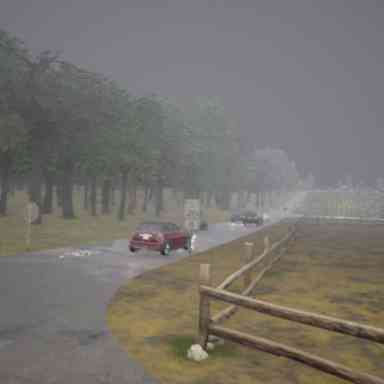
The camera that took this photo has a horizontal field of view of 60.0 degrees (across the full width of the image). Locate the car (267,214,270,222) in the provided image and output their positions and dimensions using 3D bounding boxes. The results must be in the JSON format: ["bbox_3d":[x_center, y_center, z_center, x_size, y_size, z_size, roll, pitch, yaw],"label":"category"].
[{"bbox_3d":[12.309,4.375,57.302,1.812,1.442,4.674,2,-1,20],"label":"car"}]

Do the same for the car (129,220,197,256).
[{"bbox_3d":[-1.650,2.450,18.904,2.097,1.767,4.553,2,-2,20],"label":"car"}]

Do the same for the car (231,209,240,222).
[{"bbox_3d":[7.736,3.758,52.745,2.150,2.045,5.566,2,-1,20],"label":"car"}]

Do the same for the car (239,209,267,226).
[{"bbox_3d":[8.699,3.714,47.213,2.150,2.045,5.566,2,-1,20],"label":"car"}]

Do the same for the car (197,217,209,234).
[{"bbox_3d":[0.246,3.163,32.472,2.128,1.511,4.902,2,-2,20],"label":"car"}]
